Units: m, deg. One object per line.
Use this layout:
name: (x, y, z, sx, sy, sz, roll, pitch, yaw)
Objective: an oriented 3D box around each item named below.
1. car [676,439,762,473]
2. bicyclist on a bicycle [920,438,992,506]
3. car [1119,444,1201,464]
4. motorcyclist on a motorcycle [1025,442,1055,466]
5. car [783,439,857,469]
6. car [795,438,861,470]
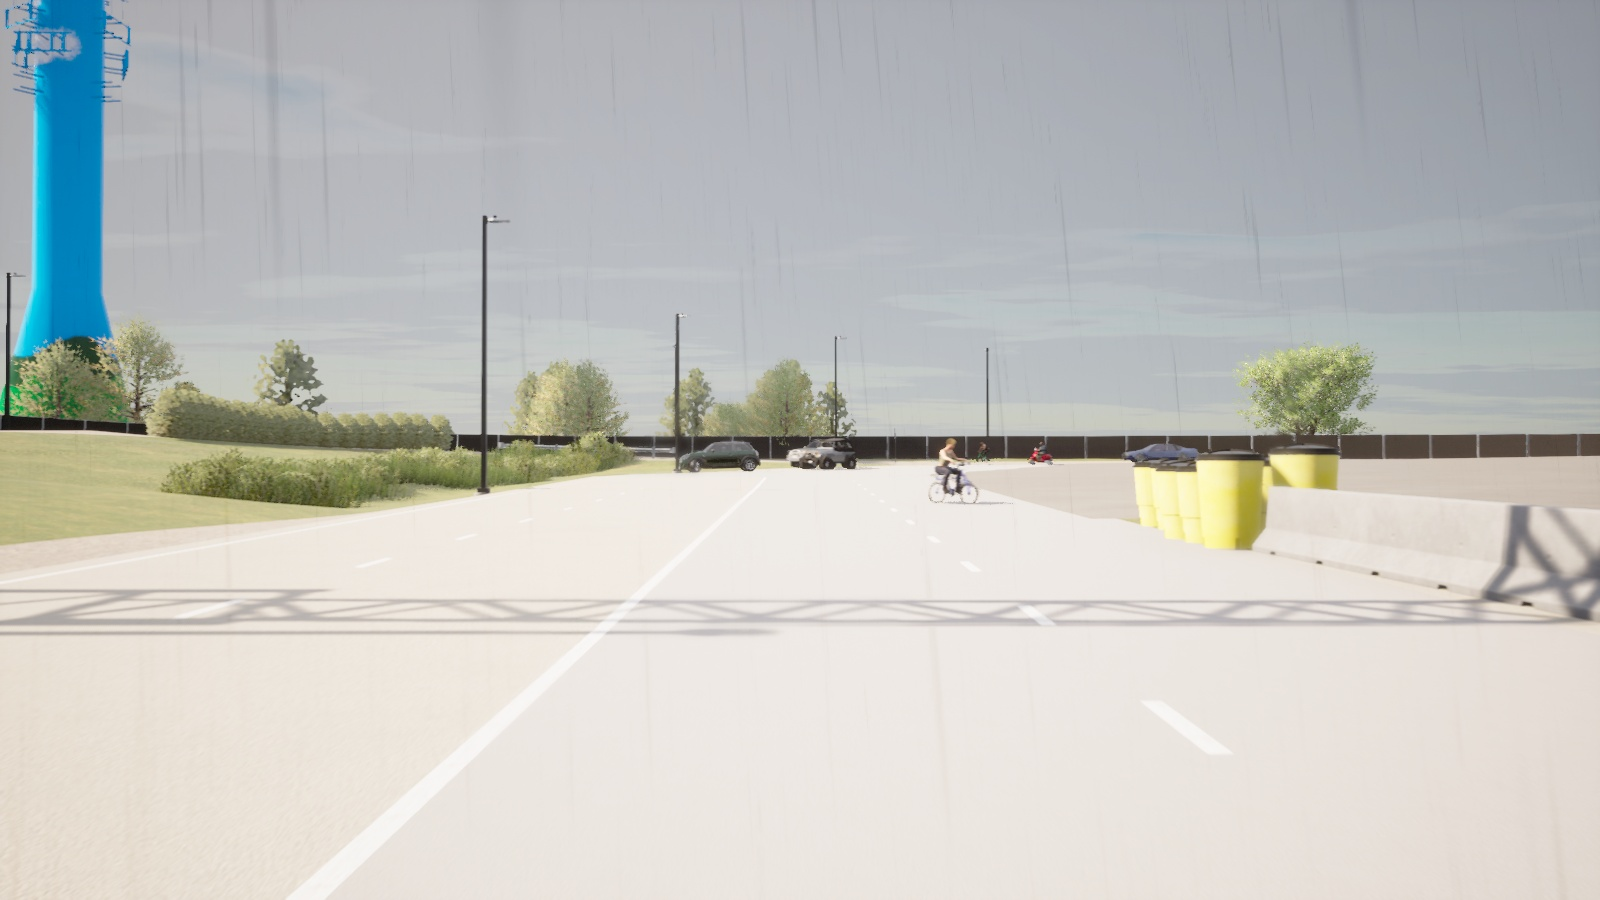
car: (-4.535, 0.347, 70.158, 4.553, 1.767, 2.097, -1, 0, -9)
bicyclist on a bicycle: (3.784, 0.524, 30.491, 1.509, 1.612, 0.866, 0, 0, 43)
car: (26.066, 0.291, 91.115, 5.357, 1.411, 2.033, -1, -1, 2)
motorcyclist on a motorcycle: (16.359, 0.284, 85.539, 1.817, 1.590, 0.866, 0, 0, -18)
car: (1.284, 0.224, 80.074, 4.605, 1.855, 1.932, -1, 1, -41)
car: (1.702, 0.249, 75.414, 1.905, 1.878, 3.866, 0, 0, 42)
